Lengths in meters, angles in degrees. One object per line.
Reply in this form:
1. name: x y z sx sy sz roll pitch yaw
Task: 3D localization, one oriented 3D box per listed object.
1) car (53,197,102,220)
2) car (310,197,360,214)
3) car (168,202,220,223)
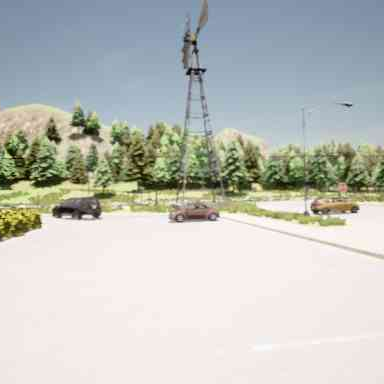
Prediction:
1. car: -10.837 1.516 31.277 5.566 2.045 2.150 -1 0 38
2. car: 12.500 1.165 29.129 4.193 1.474 1.816 -2 0 -11
3. car: 0.126 1.516 25.427 3.905 1.438 1.784 -2 0 -11
